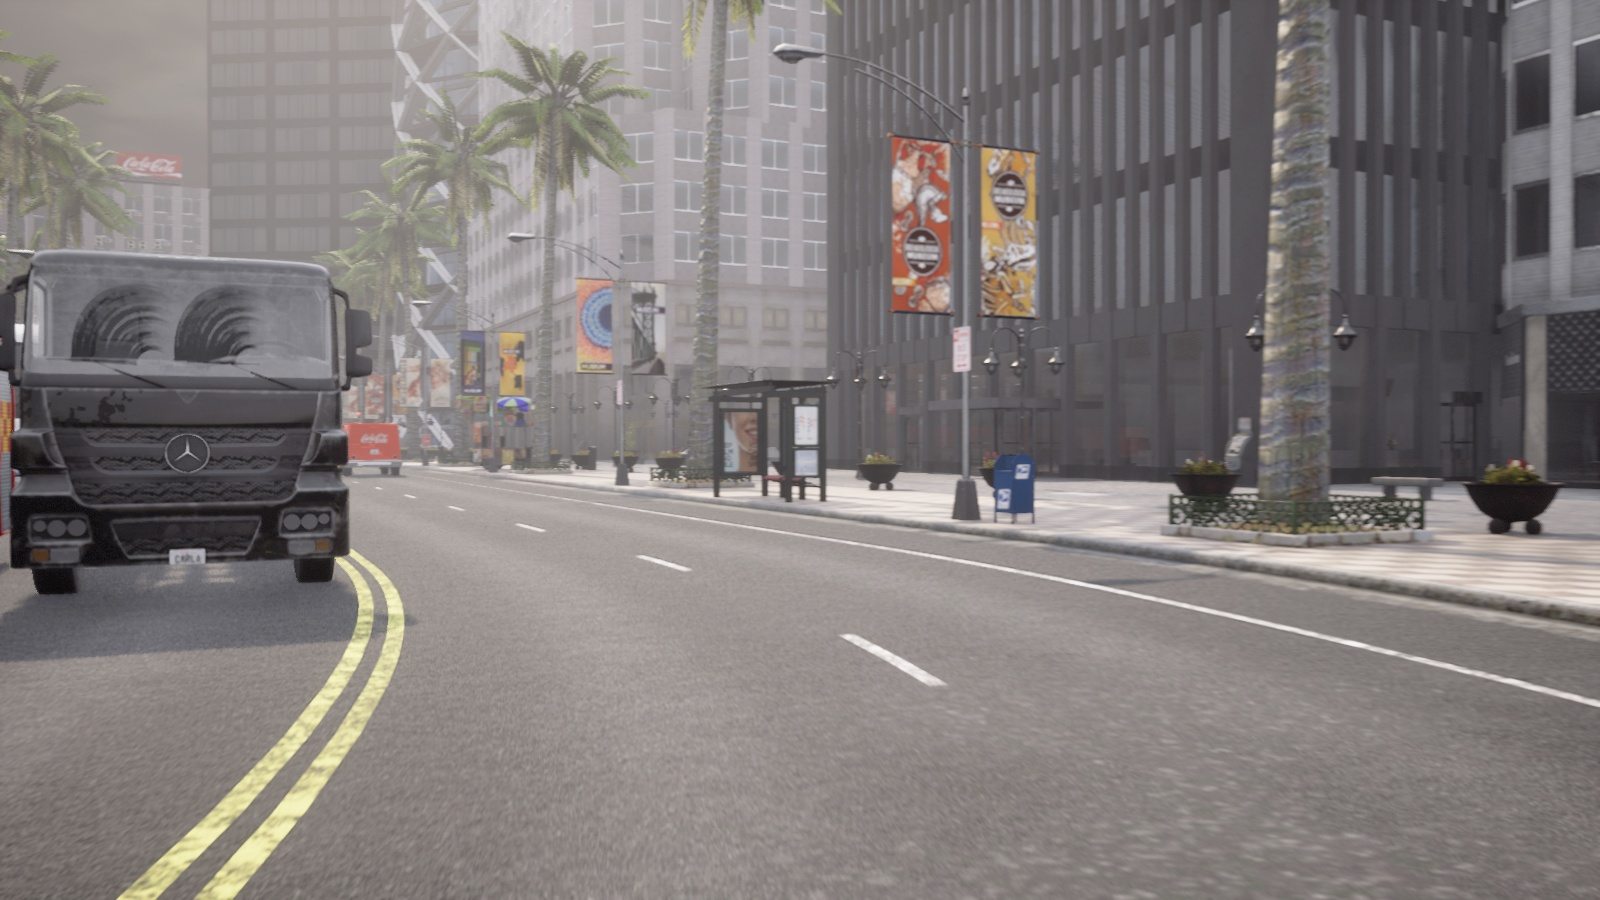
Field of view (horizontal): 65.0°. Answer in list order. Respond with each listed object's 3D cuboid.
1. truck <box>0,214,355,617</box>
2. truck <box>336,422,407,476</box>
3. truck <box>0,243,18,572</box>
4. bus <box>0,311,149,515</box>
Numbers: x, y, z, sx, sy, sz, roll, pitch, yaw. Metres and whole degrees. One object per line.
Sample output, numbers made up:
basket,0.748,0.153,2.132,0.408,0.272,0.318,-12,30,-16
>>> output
truck,-7.220,-0.317,15.004,2.891,3.462,7.936,0,0,-25
truck,-20.498,-0.071,59.936,2.627,2.467,5.204,0,0,-25
truck,-9.419,-0.478,11.230,2.891,3.827,8.468,0,0,-23
bus,-18.528,-0.798,30.971,3.944,4.253,10.273,0,0,-25
